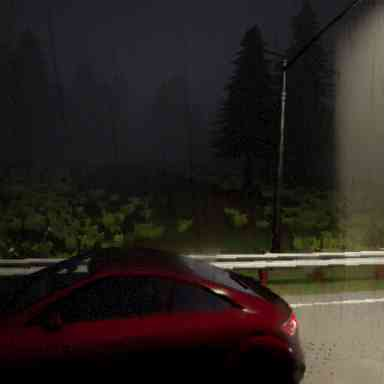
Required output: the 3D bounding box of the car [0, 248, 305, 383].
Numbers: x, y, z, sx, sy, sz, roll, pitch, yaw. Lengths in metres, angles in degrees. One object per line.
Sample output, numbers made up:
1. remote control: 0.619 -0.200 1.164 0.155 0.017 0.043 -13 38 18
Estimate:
1. car: -0.956 1.379 3.599 4.181 1.385 1.994 1 2 -15
